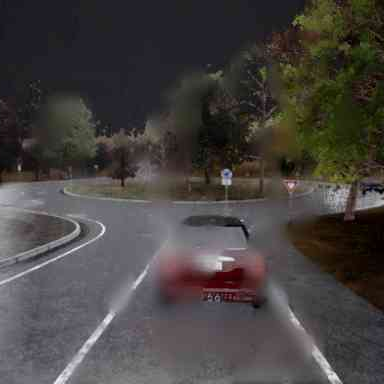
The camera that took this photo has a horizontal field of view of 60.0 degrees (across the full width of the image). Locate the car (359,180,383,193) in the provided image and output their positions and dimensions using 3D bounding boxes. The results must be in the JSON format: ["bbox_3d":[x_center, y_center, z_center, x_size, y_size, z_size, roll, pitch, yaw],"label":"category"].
[{"bbox_3d":[19.846,-0.666,37.057,1.895,1.301,4.718,2,6,20],"label":"car"}]

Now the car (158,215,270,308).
[{"bbox_3d":[0.484,1.330,8.096,2.097,1.767,4.553,0,0,3],"label":"car"}]
